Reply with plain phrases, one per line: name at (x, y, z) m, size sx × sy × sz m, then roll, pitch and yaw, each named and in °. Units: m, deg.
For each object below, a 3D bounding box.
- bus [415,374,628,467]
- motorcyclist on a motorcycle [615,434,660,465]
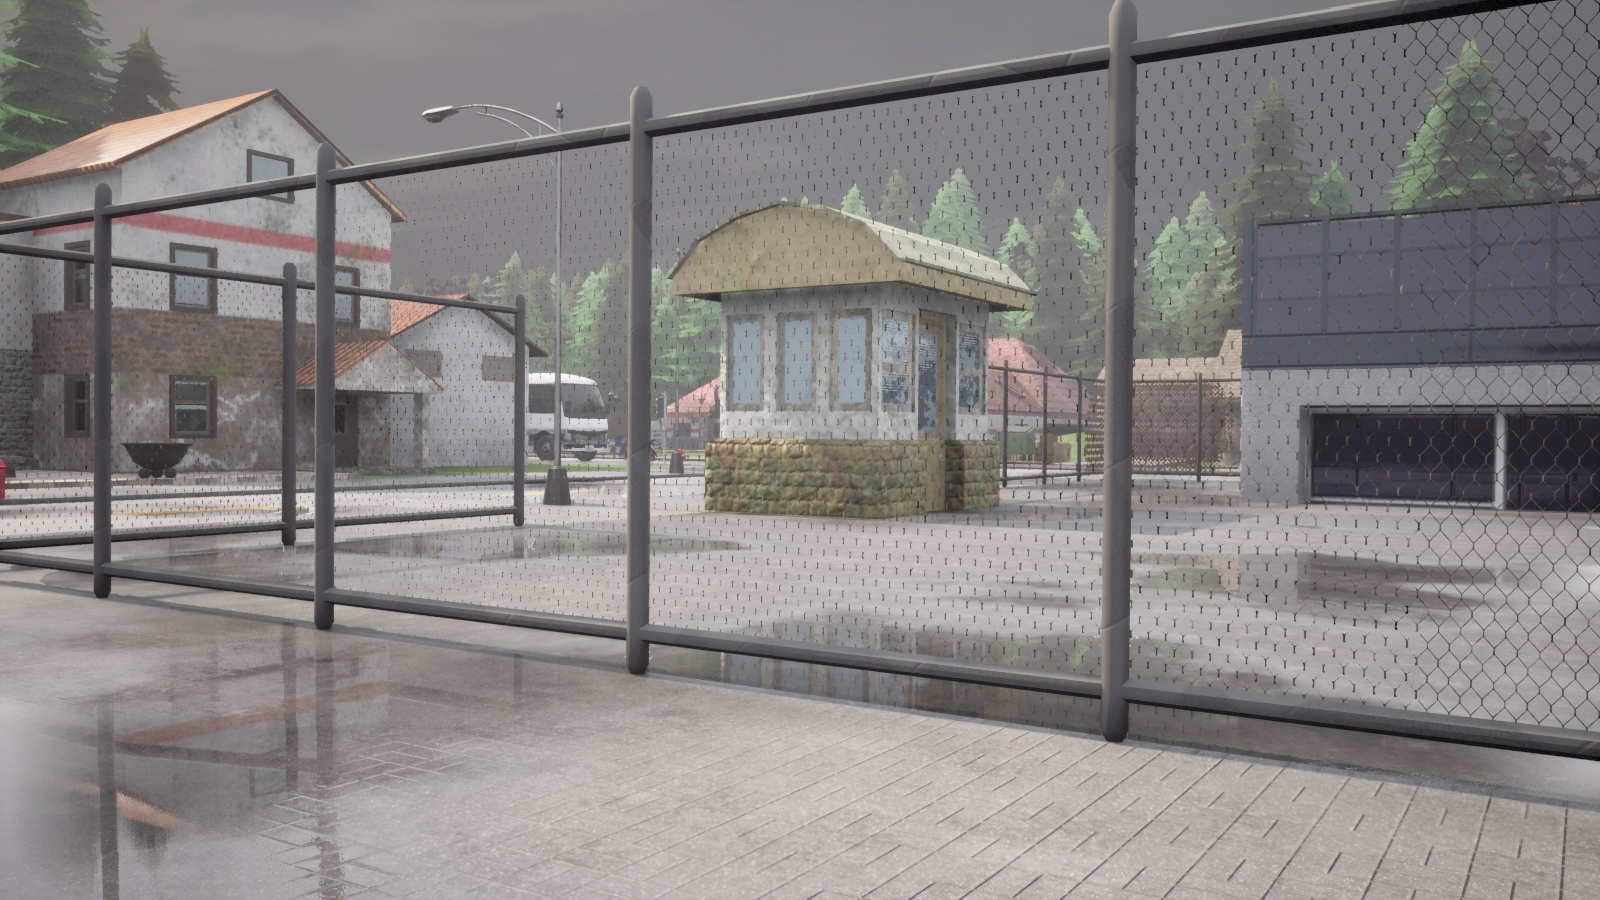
bus at (-13.741, -1.362, 61.640) m, size 10.273 × 4.253 × 3.944 m, roll 0°, pitch 1°, yaw 31°
motorcyclist on a motorcycle at (-8.147, -0.019, 62.898) m, size 2.191 × 1.530 × 0.866 m, roll 0°, pitch 1°, yaw 32°
